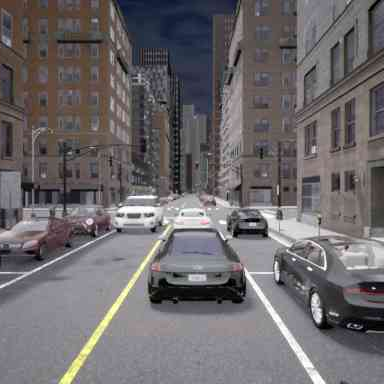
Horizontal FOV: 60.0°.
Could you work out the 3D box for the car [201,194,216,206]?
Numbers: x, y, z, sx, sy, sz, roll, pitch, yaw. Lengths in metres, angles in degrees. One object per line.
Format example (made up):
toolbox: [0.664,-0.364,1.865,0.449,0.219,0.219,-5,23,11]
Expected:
car: [2.936,1.474,54.819,1.967,1.590,4.097,0,0,0]

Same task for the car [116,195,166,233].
car: [-2.983,1.224,19.783,2.150,2.045,5.566,0,0,0]

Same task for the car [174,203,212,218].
car: [0.049,1.526,16.951,1.812,1.442,4.674,0,0,1]

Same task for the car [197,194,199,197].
car: [3.023,1.557,87.272,1.967,1.590,4.097,0,0,0]

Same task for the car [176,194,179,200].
car: [-5.488,1.453,92.699,2.192,1.841,5.009,0,0,0]

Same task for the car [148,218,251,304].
car: [0.089,1.563,8.192,1.994,1.385,4.181,0,0,0]

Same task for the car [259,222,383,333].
car: [2.861,1.550,6.726,2.008,1.369,4.403,0,0,0]

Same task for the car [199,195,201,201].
car: [2.966,1.604,65.636,2.008,1.369,4.403,0,0,0]

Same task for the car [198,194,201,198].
car: [2.994,1.521,76.454,1.967,1.590,4.097,0,0,0]

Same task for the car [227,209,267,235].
car: [2.870,1.566,17.728,1.947,1.339,4.313,0,0,0]

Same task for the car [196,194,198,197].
car: [3.037,1.453,92.682,2.192,1.841,5.009,0,0,0]

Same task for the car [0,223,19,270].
car: [-5.665,1.565,6.733,1.947,1.339,4.313,0,0,0]

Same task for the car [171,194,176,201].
car: [-5.516,1.622,81.711,1.752,1.417,4.829,0,0,0]

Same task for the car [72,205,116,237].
car: [-5.655,1.440,17.736,1.967,1.590,4.097,0,0,0]

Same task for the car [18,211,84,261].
car: [-5.660,1.581,12.235,1.802,1.307,4.206,0,0,0]

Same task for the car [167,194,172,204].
car: [-5.559,1.604,65.656,2.008,1.369,4.403,0,0,0]

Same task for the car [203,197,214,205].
car: [2.951,1.568,60.398,1.752,1.417,4.829,0,0,0]
